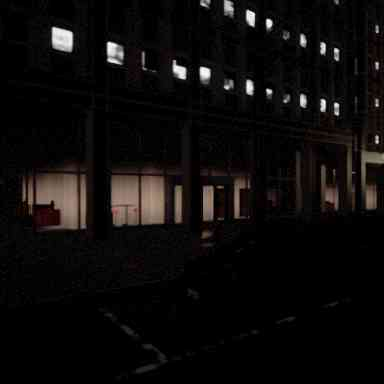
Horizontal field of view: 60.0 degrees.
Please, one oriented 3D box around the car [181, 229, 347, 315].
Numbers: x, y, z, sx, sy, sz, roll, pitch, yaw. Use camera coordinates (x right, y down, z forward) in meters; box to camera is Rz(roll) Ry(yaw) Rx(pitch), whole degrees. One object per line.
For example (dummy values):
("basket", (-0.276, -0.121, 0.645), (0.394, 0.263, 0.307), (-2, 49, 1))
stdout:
("car", (1.801, 1.560, 7.563), (4.313, 1.339, 1.947), (0, 0, -35))
